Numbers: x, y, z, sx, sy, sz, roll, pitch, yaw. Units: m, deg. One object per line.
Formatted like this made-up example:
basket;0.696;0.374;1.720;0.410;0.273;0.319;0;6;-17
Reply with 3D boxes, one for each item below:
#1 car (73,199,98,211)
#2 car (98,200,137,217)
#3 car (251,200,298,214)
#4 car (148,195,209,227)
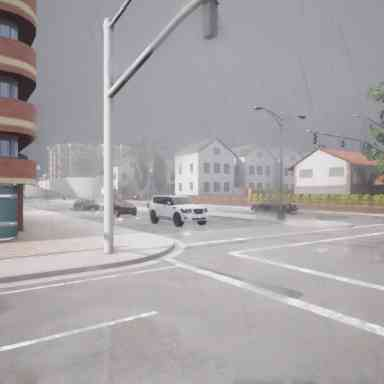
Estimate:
car;-13.047;1.547;40.786;2.033;1.411;5.357;0;0;-35
car;-7.002;1.476;32.027;1.882;1.535;5.008;0;0;-34
car;8.791;1.547;35.873;2.033;1.411;5.357;0;0;-35
car;-1.094;1.221;23.488;2.150;2.045;5.566;0;0;-35
